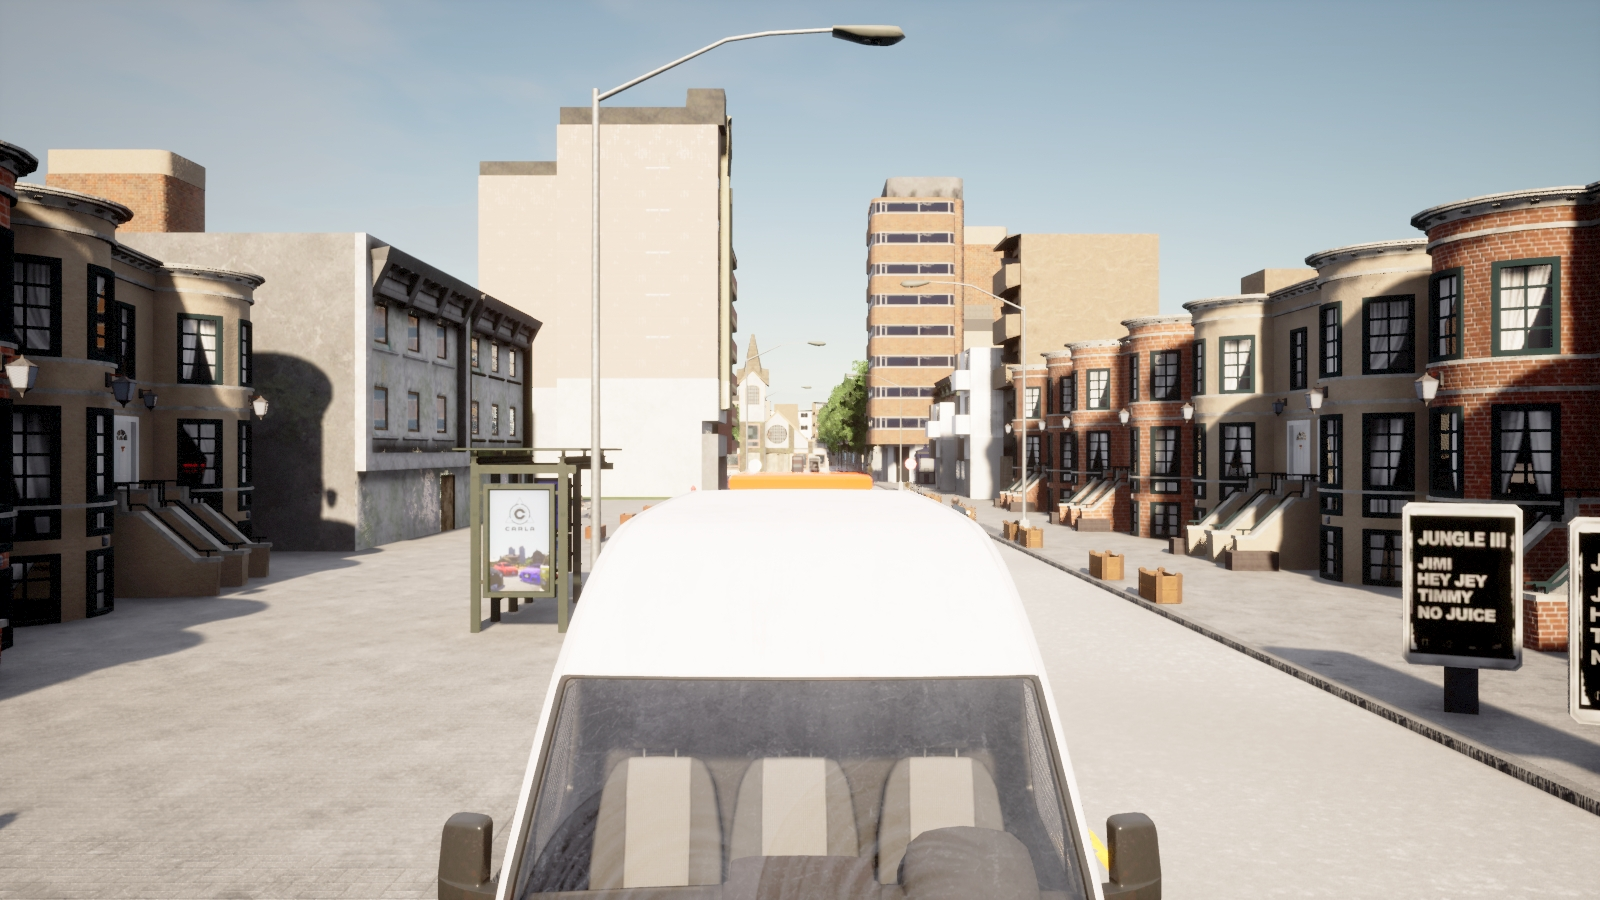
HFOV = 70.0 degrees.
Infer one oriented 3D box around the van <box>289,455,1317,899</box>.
[{"bbox_3d":[0.007,1.317,5.167,1.988,2.561,5.915,0,0,0],"label":"van"}]
